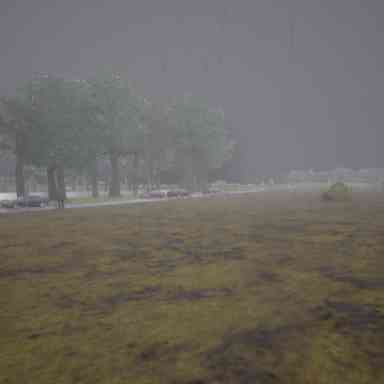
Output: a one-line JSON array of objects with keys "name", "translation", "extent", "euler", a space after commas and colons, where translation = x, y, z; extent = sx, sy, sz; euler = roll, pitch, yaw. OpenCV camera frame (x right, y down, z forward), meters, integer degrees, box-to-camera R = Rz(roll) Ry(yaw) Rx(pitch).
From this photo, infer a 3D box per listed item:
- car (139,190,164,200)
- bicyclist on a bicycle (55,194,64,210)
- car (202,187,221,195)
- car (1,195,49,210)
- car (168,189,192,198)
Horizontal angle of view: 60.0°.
[{"name": "car", "translation": [-6.501, 0.439, 53.657], "extent": [1.812, 1.442, 4.674], "euler": [-1, 1, 36]}, {"name": "bicyclist on a bicycle", "translation": [-13.418, 0.984, 33.604], "extent": [1.656, 1.620, 0.582], "euler": [-1, 1, 35]}, {"name": "car", "translation": [3.806, -0.172, 63.316], "extent": [1.837, 1.490, 4.892], "euler": [-1, 2, 35]}, {"name": "car", "translation": [-18.438, 1.130, 36.871], "extent": [1.837, 1.490, 4.892], "euler": [-1, 1, 35]}, {"name": "car", "translation": [-1.977, 0.193, 55.081], "extent": [1.882, 1.535, 5.008], "euler": [-1, 1, 36]}]
